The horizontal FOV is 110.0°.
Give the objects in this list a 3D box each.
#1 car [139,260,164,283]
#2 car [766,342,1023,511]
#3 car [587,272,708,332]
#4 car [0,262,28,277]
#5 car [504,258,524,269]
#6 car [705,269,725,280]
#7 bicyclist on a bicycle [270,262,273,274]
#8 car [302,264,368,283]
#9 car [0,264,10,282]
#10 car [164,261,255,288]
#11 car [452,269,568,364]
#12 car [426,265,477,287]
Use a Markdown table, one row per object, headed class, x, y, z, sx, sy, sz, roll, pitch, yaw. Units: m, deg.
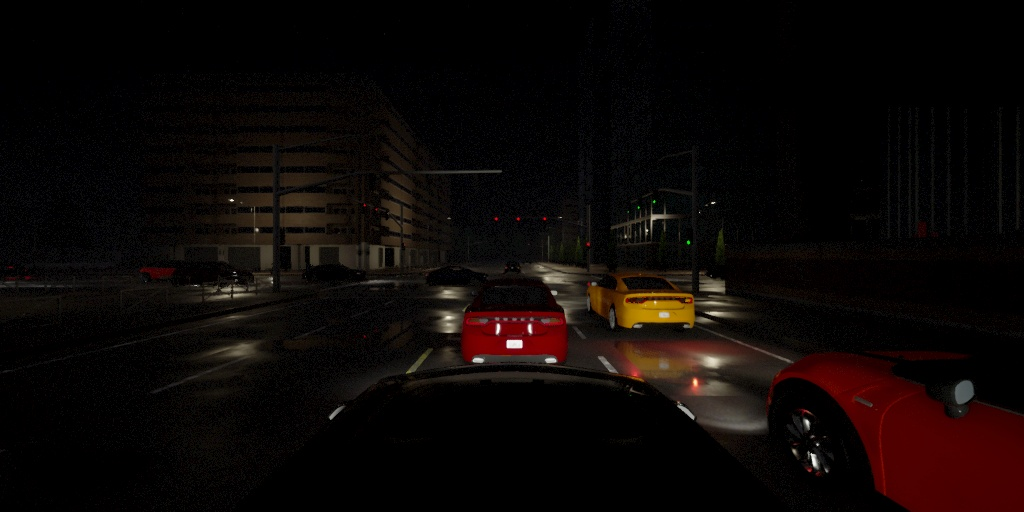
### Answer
| class | x | y | z | sx | sy | sz | roll | pitch | yaw |
| --- | --- | --- | --- | --- | --- | --- | --- | --- | --- |
| car | -25.685 | 1.155 | 27.640 | 4.553 | 1.767 | 2.097 | 0 | 0 | 0 |
| car | 3.600 | 1.102 | 1.717 | 2.097 | 1.767 | 4.553 | 0 | 0 | 0 |
| car | 3.578 | 1.226 | 10.863 | 1.882 | 1.535 | 5.008 | 0 | 0 | 0 |
| car | -50.346 | 1.291 | 34.885 | 4.902 | 1.511 | 2.128 | 0 | 0 | 1 |
| car | 0.016 | 1.295 | 41.669 | 2.033 | 1.411 | 5.357 | 0 | 0 | 0 |
| car | 19.523 | 1.401 | 31.167 | 4.718 | 1.301 | 1.895 | 0 | 0 | 0 |
| bicyclist on a bicycle | -25.535 | 1.100 | 38.622 | 0.582 | 1.620 | 1.656 | 0 | 0 | 0 |
| car | -13.659 | 1.321 | 27.752 | 4.674 | 1.442 | 1.812 | 0 | 0 | -3 |
| car | -37.746 | 1.402 | 24.189 | 4.718 | 1.301 | 1.895 | 0 | 0 | 0 |
| car | -19.968 | 1.154 | 24.118 | 4.553 | 1.767 | 2.097 | 0 | 0 | 0 |
| car | 0.059 | 1.227 | 8.088 | 1.882 | 1.535 | 5.008 | 0 | 0 | 0 |
| car | -3.624 | 1.334 | 24.055 | 4.181 | 1.385 | 1.994 | 0 | 0 | 0 |
